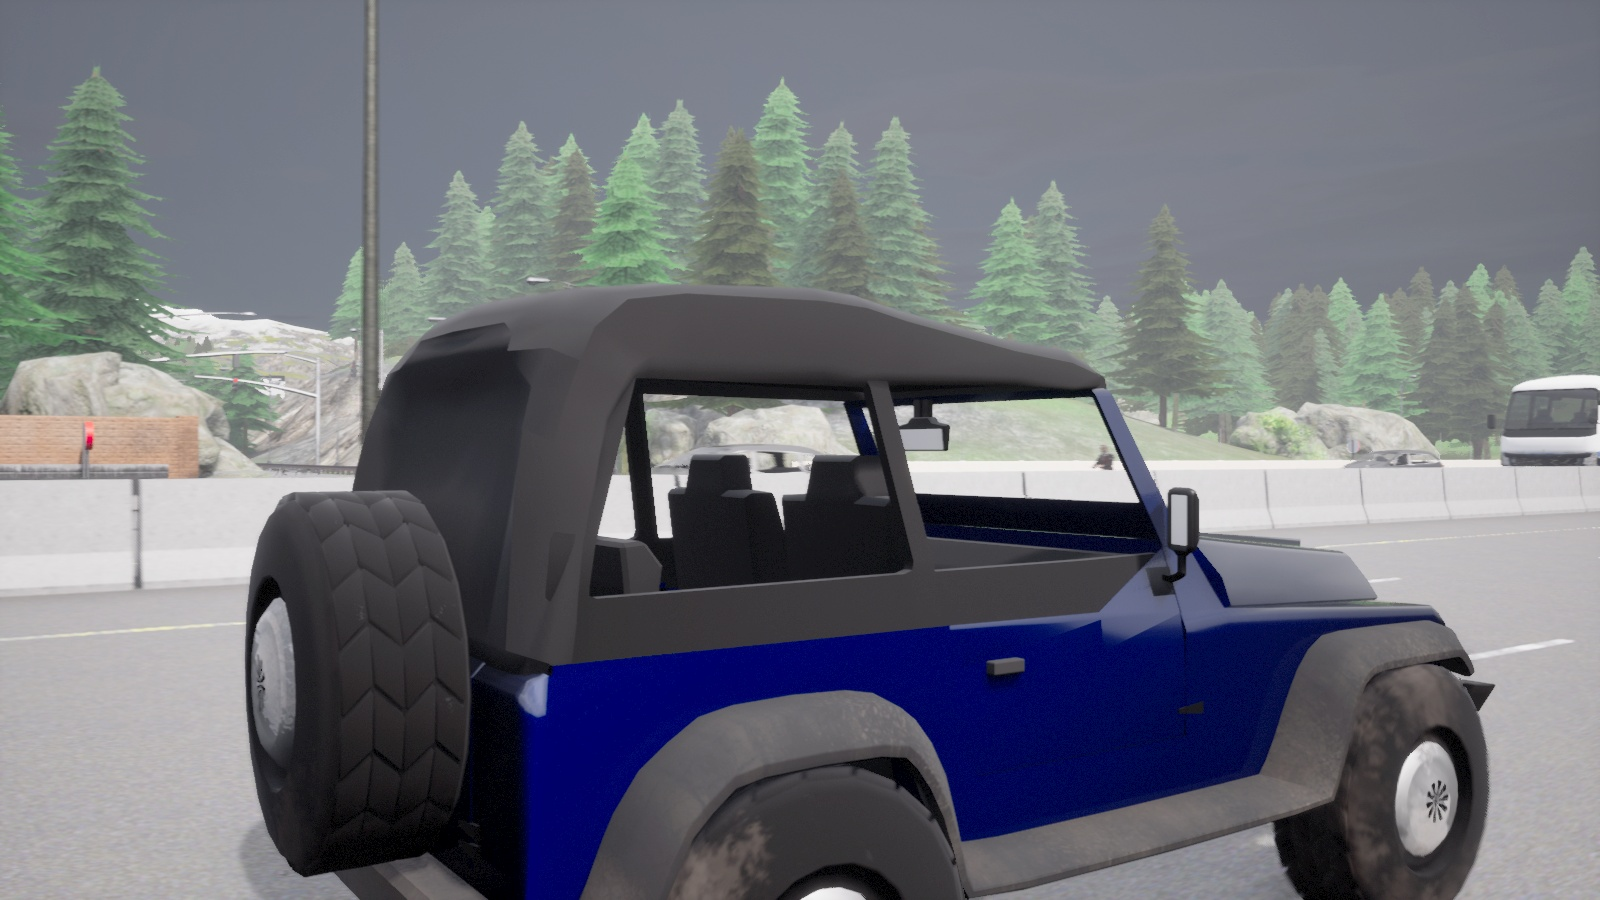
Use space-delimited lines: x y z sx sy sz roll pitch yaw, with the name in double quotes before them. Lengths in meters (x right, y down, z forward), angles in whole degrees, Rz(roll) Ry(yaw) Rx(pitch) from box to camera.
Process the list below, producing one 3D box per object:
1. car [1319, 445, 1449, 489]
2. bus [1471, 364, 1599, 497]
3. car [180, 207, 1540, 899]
"car" 23.061 0.663 49.606 4.611 1.667 2.242 0 -1 -27
"bus" 28.653 -0.582 44.929 10.273 4.253 3.944 0 0 -35
"car" 0.360 0.550 3.910 3.866 1.878 1.905 0 0 -35
